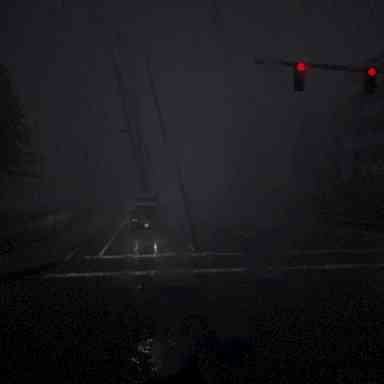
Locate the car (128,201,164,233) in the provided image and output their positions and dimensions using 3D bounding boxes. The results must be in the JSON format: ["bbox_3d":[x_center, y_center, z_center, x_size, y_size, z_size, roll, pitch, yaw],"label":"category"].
[{"bbox_3d":[-2.806,1.559,20.520,2.128,1.511,4.902,0,0,-8],"label":"car"}]

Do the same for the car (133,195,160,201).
[{"bbox_3d":[-4.188,1.323,30.690,2.150,2.045,5.566,0,0,-7],"label":"car"}]

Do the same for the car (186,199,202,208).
[{"bbox_3d":[0.290,1.733,50.647,2.033,1.411,5.357,0,0,-8],"label":"car"}]

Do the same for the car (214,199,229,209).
[{"bbox_3d":[4.435,1.742,50.211,2.033,1.411,5.357,0,0,0],"label":"car"}]
